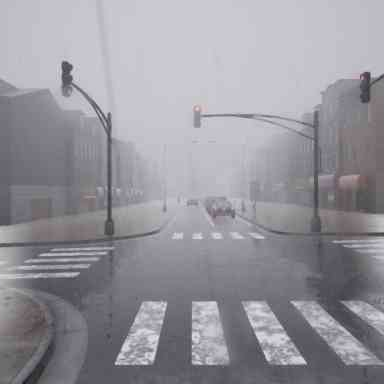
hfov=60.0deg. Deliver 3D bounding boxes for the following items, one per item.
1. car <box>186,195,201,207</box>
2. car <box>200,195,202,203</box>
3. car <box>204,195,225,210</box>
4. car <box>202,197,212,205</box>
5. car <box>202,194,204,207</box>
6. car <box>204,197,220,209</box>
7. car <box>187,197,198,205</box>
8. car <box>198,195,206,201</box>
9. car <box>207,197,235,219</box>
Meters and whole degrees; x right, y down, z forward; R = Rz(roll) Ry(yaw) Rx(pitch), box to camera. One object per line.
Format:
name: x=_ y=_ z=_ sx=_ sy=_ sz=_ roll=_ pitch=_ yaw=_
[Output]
car: x=0.106 y=1.601 z=54.773 sx=1.837 sy=1.490 sz=4.892 roll=0 pitch=0 yaw=0
car: x=2.728 y=1.525 z=51.320 sx=1.967 sy=1.590 sz=4.097 roll=-1 pitch=0 yaw=0
car: x=2.696 y=1.356 z=35.113 sx=2.192 sy=1.841 sz=5.009 roll=-1 pitch=0 yaw=0
car: x=2.751 y=1.648 z=62.295 sx=1.752 sy=1.417 sz=4.829 roll=-1 pitch=0 yaw=0
car: x=2.706 y=1.370 z=40.516 sx=2.192 sy=1.841 sz=5.009 roll=-1 pitch=0 yaw=0
car: x=2.718 y=1.509 z=45.918 sx=1.967 sy=1.590 sz=4.097 roll=-1 pitch=0 yaw=0
car: x=0.127 y=1.697 z=65.193 sx=1.994 sy=1.385 sz=4.181 roll=0 pitch=0 yaw=0
car: x=2.812 y=1.702 z=94.540 sx=1.967 sy=1.590 sz=4.097 roll=-1 pitch=0 yaw=0
car: x=2.687 y=1.470 z=29.711 sx=1.967 sy=1.590 sz=4.097 roll=-1 pitch=0 yaw=0
